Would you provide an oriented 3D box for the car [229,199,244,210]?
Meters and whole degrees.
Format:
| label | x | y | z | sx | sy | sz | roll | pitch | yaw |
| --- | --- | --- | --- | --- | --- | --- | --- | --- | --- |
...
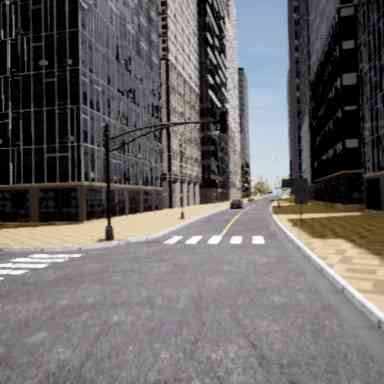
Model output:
| label | x | y | z | sx | sy | sz | roll | pitch | yaw |
| --- | --- | --- | --- | --- | --- | --- | --- | --- | --- |
| car | 6.875 | 1.868 | 51.119 | 1.882 | 1.535 | 5.008 | -2 | 0 | 14 |
